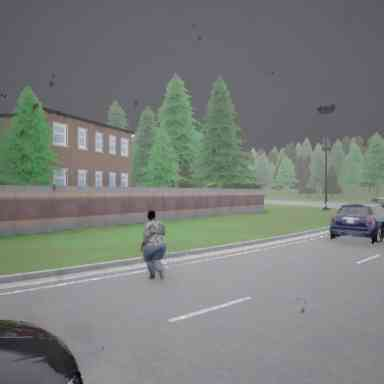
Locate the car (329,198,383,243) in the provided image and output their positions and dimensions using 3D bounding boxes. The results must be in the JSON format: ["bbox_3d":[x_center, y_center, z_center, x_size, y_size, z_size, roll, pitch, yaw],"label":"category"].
[{"bbox_3d":[8.574,1.351,16.356,2.097,1.767,4.553,0,0,45],"label":"car"}]

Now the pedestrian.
[{"bbox_3d":[-0.961,1.294,8.337,0.375,1.860,0.375,0,0,-38],"label":"pedestrian"}]

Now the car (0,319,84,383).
[{"bbox_3d":[-3.087,1.493,1.717,4.902,1.511,2.128,0,0,-35],"label":"car"}]
